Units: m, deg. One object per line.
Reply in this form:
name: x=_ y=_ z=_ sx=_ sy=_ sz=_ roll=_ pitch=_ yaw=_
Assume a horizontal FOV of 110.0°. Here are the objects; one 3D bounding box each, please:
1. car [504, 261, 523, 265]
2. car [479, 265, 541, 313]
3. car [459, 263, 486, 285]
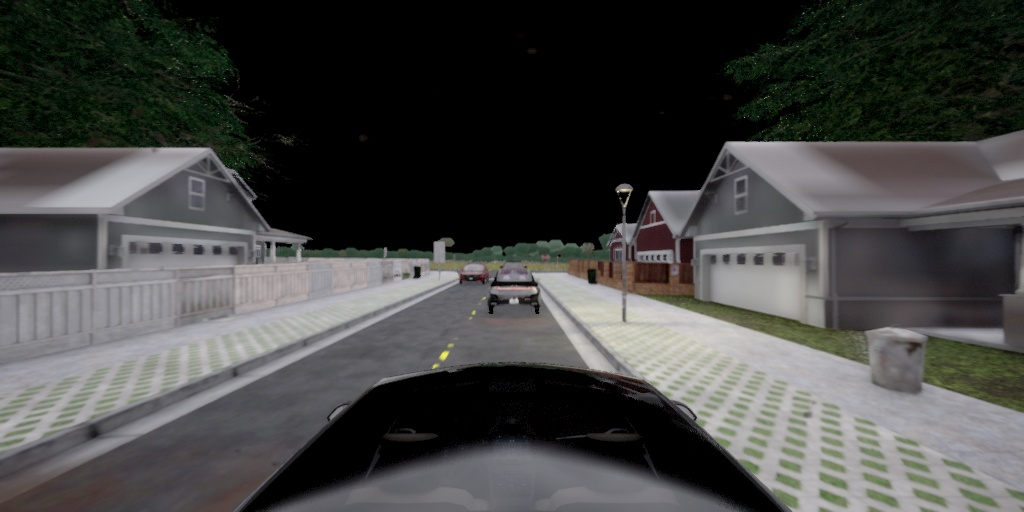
car: x=0.105 y=1.151 z=27.511 sx=2.097 sy=1.767 sz=4.553 roll=0 pitch=0 yaw=1
car: x=0.088 y=1.262 z=14.003 sx=2.128 sy=1.511 sz=4.902 roll=0 pitch=0 yaw=0
car: x=-2.785 y=1.274 z=27.024 sx=1.882 sy=1.535 sz=5.008 roll=0 pitch=0 yaw=0
